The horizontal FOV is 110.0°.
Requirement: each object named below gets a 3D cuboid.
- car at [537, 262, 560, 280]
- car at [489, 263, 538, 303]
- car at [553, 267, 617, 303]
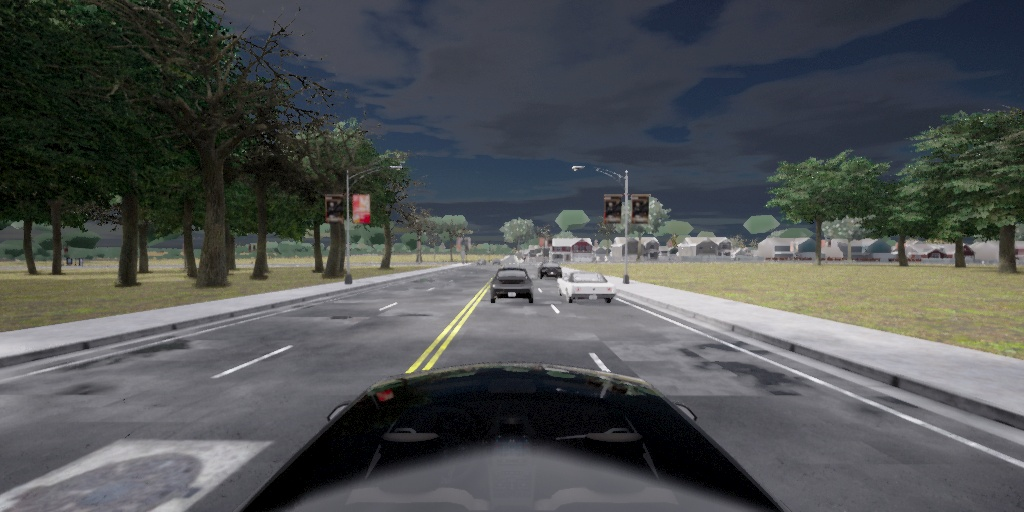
[{"bbox_3d":[3.251,1.240,31.506,1.882,1.535,5.008,0,0,0],"label":"car"},{"bbox_3d":[0.000,1.265,16.503,1.837,1.490,4.892,0,0,0],"label":"car"},{"bbox_3d":[3.250,1.365,16.533,1.895,1.301,4.718,0,0,0],"label":"car"}]
